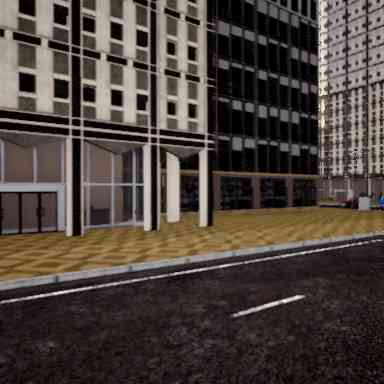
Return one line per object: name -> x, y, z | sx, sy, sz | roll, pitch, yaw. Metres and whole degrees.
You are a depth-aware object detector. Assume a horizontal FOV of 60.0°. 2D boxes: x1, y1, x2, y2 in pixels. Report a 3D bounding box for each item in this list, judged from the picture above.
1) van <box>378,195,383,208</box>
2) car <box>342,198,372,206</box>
van -> 29.308, 1.402, 48.257 | 1.690, 1.788, 3.998 | 0, 0, -34
car -> 26.132, 1.582, 52.796 | 1.887, 1.381, 4.507 | 0, 0, -34
